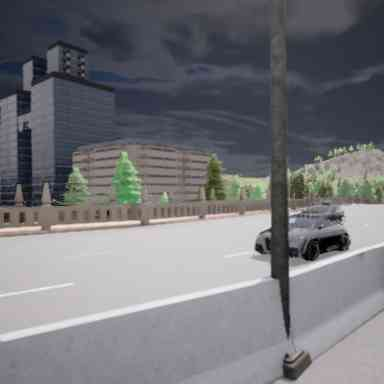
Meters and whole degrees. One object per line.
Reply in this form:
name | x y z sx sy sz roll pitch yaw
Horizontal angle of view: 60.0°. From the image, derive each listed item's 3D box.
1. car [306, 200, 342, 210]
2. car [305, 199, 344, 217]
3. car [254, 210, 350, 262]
car | 8.488 1.527 21.694 1.837 1.490 4.892 0 0 41
car | 13.073 1.525 32.527 2.128 1.511 4.902 -1 0 40
car | 4.166 1.574 12.313 4.181 1.385 1.994 0 0 -43
